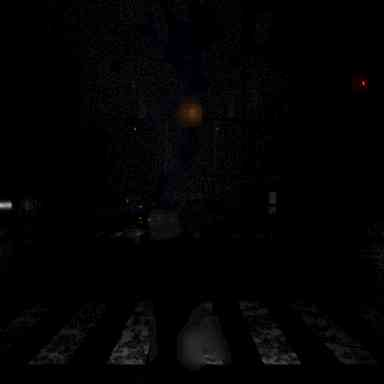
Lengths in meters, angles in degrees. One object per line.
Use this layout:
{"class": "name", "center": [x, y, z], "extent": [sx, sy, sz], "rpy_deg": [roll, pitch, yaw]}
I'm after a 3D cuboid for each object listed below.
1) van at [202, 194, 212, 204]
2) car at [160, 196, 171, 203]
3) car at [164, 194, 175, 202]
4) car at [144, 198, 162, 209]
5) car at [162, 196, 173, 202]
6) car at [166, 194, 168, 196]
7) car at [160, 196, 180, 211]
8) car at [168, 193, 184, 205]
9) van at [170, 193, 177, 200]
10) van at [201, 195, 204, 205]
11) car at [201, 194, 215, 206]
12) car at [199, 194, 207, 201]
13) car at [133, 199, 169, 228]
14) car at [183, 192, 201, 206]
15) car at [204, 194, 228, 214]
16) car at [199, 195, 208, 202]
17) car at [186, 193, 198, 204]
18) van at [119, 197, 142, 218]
{"class": "van", "center": [2.710, 1.331, 62.419], "extent": [1.690, 1.788, 3.998], "rpy_deg": [0, 0, 0]}
{"class": "car", "center": [-5.365, 1.540, 67.828], "extent": [2.008, 1.369, 4.403], "rpy_deg": [0, 0, 0]}
{"class": "car", "center": [-5.357, 1.302, 78.640], "extent": [2.192, 1.841, 5.009], "rpy_deg": [0, 0, 0]}
{"class": "car", "center": [-5.382, 1.539, 46.203], "extent": [1.887, 1.381, 4.507], "rpy_deg": [0, 0, 0]}
{"class": "car", "center": [-5.361, 1.554, 73.234], "extent": [1.947, 1.339, 4.313], "rpy_deg": [0, 0, 0]}
{"class": "car", "center": [-5.369, 1.516, 62.253], "extent": [1.752, 1.417, 4.829], "rpy_deg": [0, 0, 0]}
{"class": "car", "center": [-2.826, 1.501, 39.960], "extent": [1.837, 1.490, 4.892], "rpy_deg": [0, 0, 0]}
{"class": "car", "center": [-2.727, 1.471, 58.887], "extent": [1.882, 1.535, 5.008], "rpy_deg": [0, 0, 0]}
{"class": "van", "center": [-5.344, 1.325, 94.859], "extent": [1.690, 1.788, 3.998], "rpy_deg": [0, 0, 0]}
{"class": "van", "center": [2.714, 1.334, 51.606], "extent": [1.690, 1.788, 3.998], "rpy_deg": [0, 0, 0]}
{"class": "car", "center": [2.712, 1.307, 57.013], "extent": [2.192, 1.841, 5.009], "rpy_deg": [0, 0, 0]}
{"class": "car", "center": [2.701, 1.426, 84.043], "extent": [1.967, 1.590, 4.097], "rpy_deg": [0, 0, 0]}
{"class": "car", "center": [-2.685, 1.502, 22.471], "extent": [1.837, 1.490, 4.892], "rpy_deg": [0, 0, -5]}
{"class": "car", "center": [0.080, 1.344, 55.296], "extent": [2.097, 1.767, 4.553], "rpy_deg": [0, 0, 0]}
{"class": "car", "center": [2.721, 1.311, 35.388], "extent": [2.192, 1.841, 5.009], "rpy_deg": [0, 0, 0]}
{"class": "car", "center": [2.703, 1.512, 78.808], "extent": [1.752, 1.417, 4.829], "rpy_deg": [0, 0, 0]}
{"class": "car", "center": [0.032, 1.211, 65.222], "extent": [2.150, 2.045, 5.566], "rpy_deg": [0, 0, 0]}
{"class": "van", "center": [-5.394, 1.338, 29.984], "extent": [1.690, 1.788, 3.998], "rpy_deg": [0, 0, 0]}
